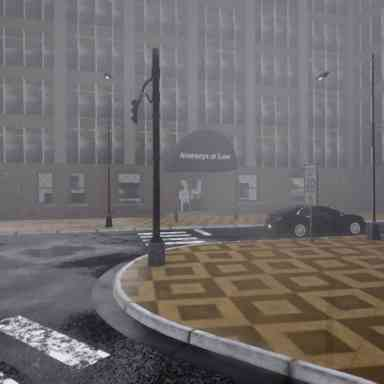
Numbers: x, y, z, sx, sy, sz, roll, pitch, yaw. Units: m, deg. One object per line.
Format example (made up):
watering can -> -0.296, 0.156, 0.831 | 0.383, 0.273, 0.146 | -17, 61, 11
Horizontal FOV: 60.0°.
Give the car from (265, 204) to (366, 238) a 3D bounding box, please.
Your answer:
car -> 5.948, 1.321, 15.996 | 4.892, 1.490, 1.837 | 0, 0, -14
